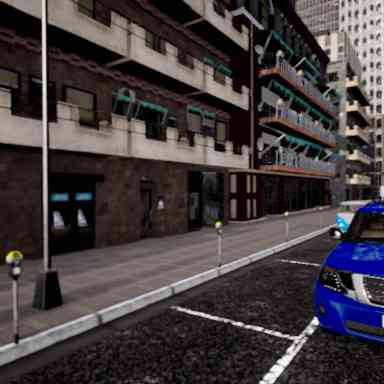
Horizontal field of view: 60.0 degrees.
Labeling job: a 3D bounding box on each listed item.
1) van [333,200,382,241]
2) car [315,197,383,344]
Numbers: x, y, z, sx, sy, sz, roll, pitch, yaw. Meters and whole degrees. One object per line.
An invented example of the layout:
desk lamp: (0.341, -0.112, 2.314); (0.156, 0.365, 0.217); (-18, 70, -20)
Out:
van: (8.604, 1.340, 17.161); (1.690, 1.788, 3.998); (-1, 0, 35)
car: (4.032, 1.222, 6.212); (2.150, 2.045, 5.566); (0, 0, 35)
